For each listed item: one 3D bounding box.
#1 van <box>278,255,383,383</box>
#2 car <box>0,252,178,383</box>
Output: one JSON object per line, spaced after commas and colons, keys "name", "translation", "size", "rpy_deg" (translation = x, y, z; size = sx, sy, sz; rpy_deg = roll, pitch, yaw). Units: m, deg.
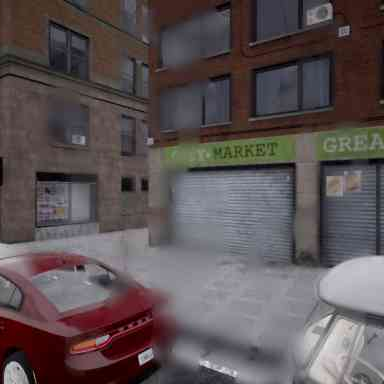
{"name": "van", "translation": [2.328, 1.341, 1.417], "size": [3.998, 1.788, 1.690], "rpy_deg": [0, 0, 35]}
{"name": "car", "translation": [-2.282, 1.544, 4.701], "size": [4.507, 1.381, 1.887], "rpy_deg": [0, 0, 35]}
